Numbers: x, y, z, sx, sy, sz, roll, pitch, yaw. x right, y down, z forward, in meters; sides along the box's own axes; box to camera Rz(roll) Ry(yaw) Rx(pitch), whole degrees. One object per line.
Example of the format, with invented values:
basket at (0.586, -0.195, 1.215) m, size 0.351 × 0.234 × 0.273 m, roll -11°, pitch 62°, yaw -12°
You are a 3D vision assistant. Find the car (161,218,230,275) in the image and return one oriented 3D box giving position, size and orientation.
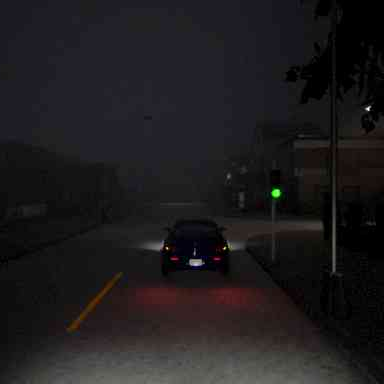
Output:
car at (0.099, 1.534, 10.336) m, size 1.812 × 1.442 × 4.674 m, roll 0°, pitch 0°, yaw 0°
